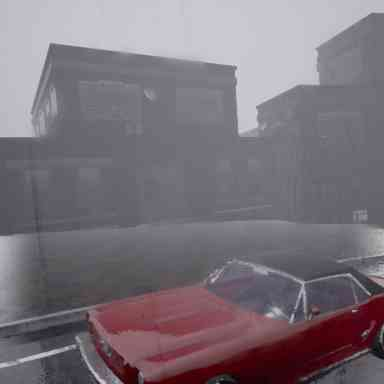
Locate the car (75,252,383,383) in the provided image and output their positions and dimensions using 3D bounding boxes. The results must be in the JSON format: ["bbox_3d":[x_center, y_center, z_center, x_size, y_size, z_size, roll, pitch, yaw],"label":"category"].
[{"bbox_3d":[1.014,1.587,4.426,4.718,1.301,1.895,0,0,-33],"label":"car"}]
